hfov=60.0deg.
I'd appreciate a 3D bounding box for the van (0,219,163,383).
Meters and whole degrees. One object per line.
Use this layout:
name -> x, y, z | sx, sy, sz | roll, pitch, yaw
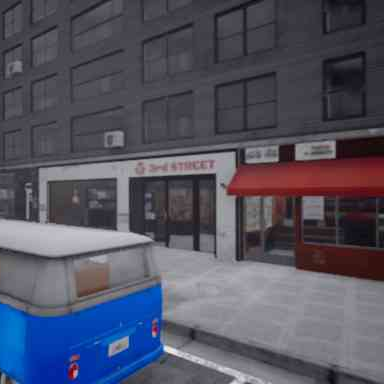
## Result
van -> -2.251, 1.327, 4.468 | 3.998, 1.788, 1.690 | 0, 0, 35
